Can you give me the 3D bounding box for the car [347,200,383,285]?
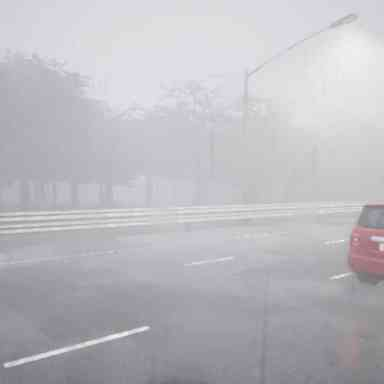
[{"bbox_3d":[6.095,1.207,8.204,5.566,2.045,2.150,0,0,-35],"label":"car"}]
